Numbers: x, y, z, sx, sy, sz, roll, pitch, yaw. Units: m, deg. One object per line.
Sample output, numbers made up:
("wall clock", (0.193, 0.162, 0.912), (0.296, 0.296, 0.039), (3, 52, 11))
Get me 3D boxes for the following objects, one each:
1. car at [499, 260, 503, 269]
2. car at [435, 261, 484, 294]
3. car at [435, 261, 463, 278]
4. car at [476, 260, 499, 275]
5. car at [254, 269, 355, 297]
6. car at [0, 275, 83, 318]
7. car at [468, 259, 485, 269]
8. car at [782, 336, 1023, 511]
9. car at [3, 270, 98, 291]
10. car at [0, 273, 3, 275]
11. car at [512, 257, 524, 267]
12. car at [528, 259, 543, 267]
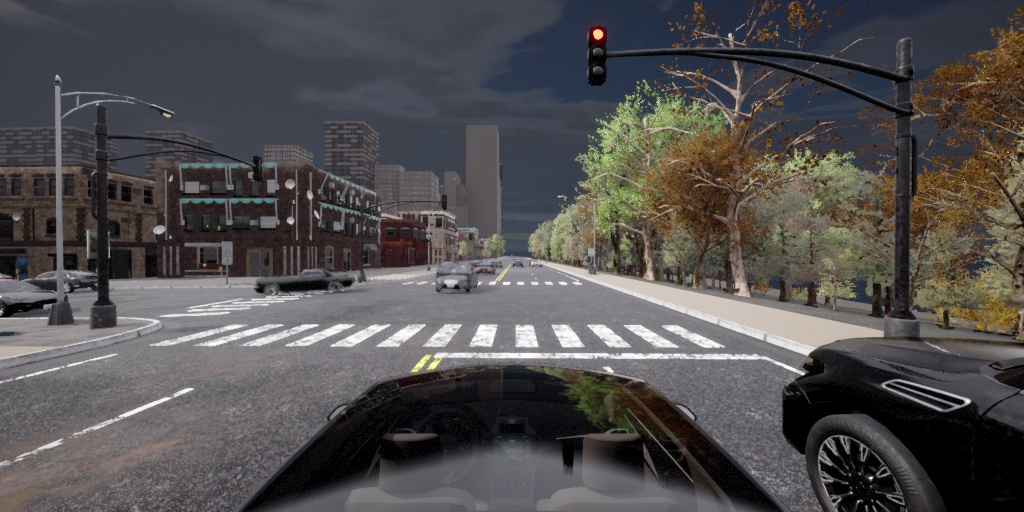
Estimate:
("car", (-2.464, 1.295, 54.634), (1.994, 1.385, 4.181), (0, 0, 1))
("car", (-3.047, 1.237, 20.511), (2.128, 1.511, 4.902), (0, 0, 1))
("car", (-6.056, 1.242, 35.009), (1.837, 1.490, 4.892), (0, 1, 1))
("car", (-2.762, 1.302, 37.577), (1.994, 1.385, 4.181), (0, 0, 1))
("car", (-11.271, 1.413, 19.698), (4.718, 1.301, 1.895), (-2, 0, -28))
("car", (-19.762, 1.565, 13.673), (4.313, 1.339, 1.948), (0, 0, 1))
("car", (-5.652, 1.277, 57.875), (2.033, 1.411, 5.357), (0, 0, 1))
("car", (3.321, 0.972, 0.625), (2.150, 2.045, 5.566), (0, 0, 1))
("car", (-27.951, 1.560, 22.324), (4.403, 1.370, 2.007), (0, 0, 1))
("car", (-33.486, 1.654, 22.424), (4.207, 1.307, 1.802), (0, 0, 1))
("car", (1.026, 1.252, 63.751), (1.812, 1.442, 4.674), (0, 0, 1))
("car", (4.386, 1.327, 64.080), (1.895, 1.301, 4.718), (0, 0, 1))
